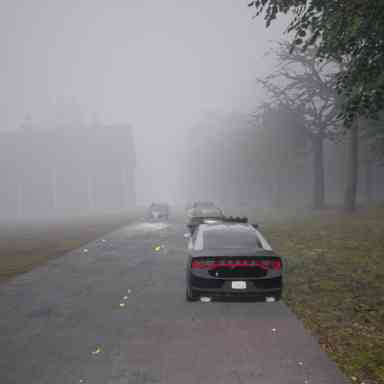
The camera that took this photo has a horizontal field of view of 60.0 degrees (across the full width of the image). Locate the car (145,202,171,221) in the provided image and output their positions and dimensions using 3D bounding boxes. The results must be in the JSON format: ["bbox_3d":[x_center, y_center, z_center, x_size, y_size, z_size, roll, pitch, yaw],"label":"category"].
[{"bbox_3d":[-2.852,1.622,28.664,2.128,1.511,4.902,0,0,0],"label":"car"}]

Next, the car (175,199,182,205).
[{"bbox_3d":[-2.754,2.209,73.717,2.033,1.411,5.357,0,-1,0],"label":"car"}]

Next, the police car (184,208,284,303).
[{"bbox_3d":[0.824,1.437,8.434,1.930,1.638,5.238,0,0,0],"label":"police car"}]

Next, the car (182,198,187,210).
[{"bbox_3d":[0.025,1.827,45.697,2.033,1.411,5.357,0,-1,1],"label":"car"}]

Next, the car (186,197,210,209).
[{"bbox_3d":[0.822,1.447,24.300,2.097,1.767,4.553,0,0,0],"label":"car"}]

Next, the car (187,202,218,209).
[{"bbox_3d":[0.824,1.532,18.327,1.882,1.535,5.008,0,0,0],"label":"car"}]
